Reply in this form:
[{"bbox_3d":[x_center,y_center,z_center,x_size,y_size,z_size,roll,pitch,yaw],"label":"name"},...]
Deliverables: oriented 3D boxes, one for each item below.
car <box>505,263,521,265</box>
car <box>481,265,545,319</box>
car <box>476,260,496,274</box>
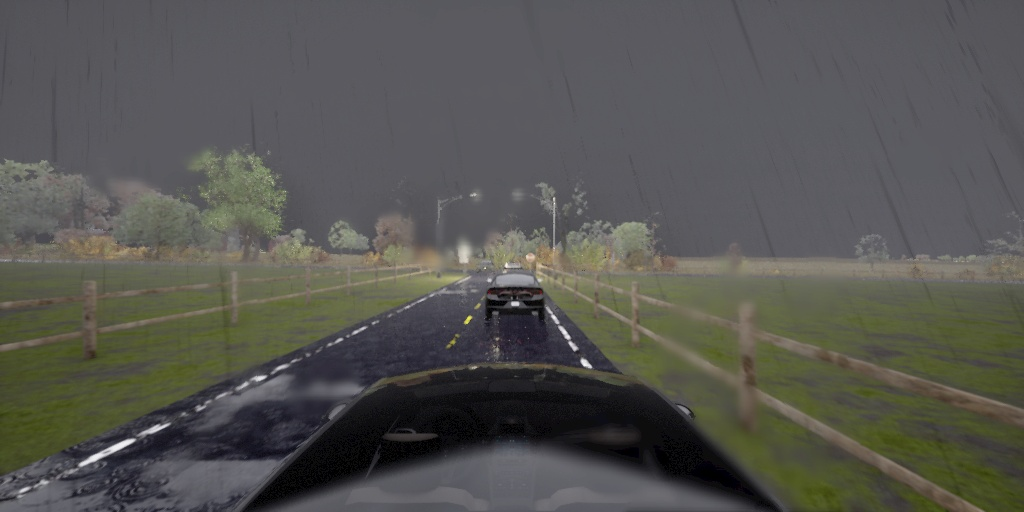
[{"bbox_3d":[0.093,1.302,29.877,2.128,1.511,4.902,0,0,0],"label":"car"},{"bbox_3d":[0.097,1.249,12.954,1.882,1.535,5.008,0,0,0],"label":"car"},{"bbox_3d":[-2.759,1.105,39.198,1.994,1.385,4.181,0,0,0],"label":"car"}]
